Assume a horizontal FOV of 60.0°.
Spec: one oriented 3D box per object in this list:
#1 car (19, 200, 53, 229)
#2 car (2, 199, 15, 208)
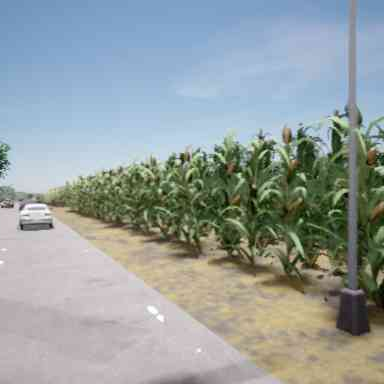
[{"bbox_3d":[-10.103,1.492,21.541,1.812,1.442,4.674,0,0,-27],"label":"car"},{"bbox_3d":[-33.947,2.033,61.548,2.097,1.767,4.553,0,-1,-27],"label":"car"}]
